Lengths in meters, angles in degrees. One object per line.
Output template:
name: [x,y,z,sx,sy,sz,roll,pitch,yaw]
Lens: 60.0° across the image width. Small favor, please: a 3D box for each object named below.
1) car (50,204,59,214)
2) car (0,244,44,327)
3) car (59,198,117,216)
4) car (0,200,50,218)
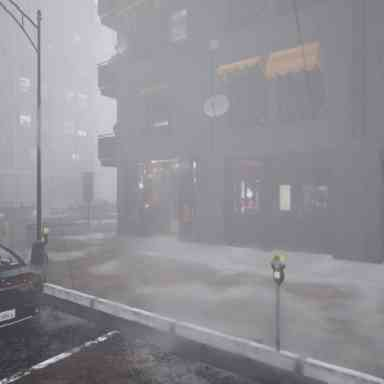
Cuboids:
car: [-10.862,1.250,30.526,1.752,1.417,4.829,1,1,35]
car: [-4.456,1.551,6.073,4.403,1.369,2.008,0,0,36]
car: [-8.755,1.325,29.041,1.895,1.301,4.718,0,1,35]
car: [-13.964,1.350,26.110,2.008,1.369,4.403,1,1,35]
